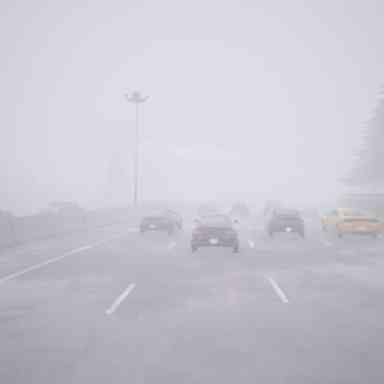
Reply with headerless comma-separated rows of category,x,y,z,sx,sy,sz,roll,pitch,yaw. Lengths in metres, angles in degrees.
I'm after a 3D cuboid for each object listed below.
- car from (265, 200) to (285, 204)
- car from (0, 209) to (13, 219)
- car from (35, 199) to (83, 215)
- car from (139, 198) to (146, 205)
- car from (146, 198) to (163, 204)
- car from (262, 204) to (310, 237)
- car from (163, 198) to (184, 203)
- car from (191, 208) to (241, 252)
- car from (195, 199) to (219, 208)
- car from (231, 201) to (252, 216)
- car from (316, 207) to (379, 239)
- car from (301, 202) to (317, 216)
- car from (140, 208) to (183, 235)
car,9.122,1.626,36.713,2.097,1.767,4.553,0,0,16
car,-15.444,1.725,24.231,1.895,1.301,4.718,0,0,10
car,-11.160,1.514,28.117,2.097,1.767,4.553,0,0,12
car,-8.937,1.918,68.361,1.882,1.535,5.008,0,0,25
car,-6.378,1.906,65.567,1.882,1.535,5.008,0,0,25
car,5.213,1.649,19.095,1.837,1.490,4.892,0,0,9
car,-3.107,1.930,64.288,1.837,1.490,4.892,0,0,25
car,1.036,1.626,14.324,1.812,1.442,4.674,0,0,6
car,1.847,1.780,36.773,1.812,1.442,4.674,0,0,15
car,5.381,1.766,36.415,1.837,1.490,4.892,0,0,15
car,8.680,1.628,18.639,1.882,1.535,5.008,0,0,8
car,12.803,1.809,36.820,1.812,1.442,4.674,0,0,17
car,-1.761,1.656,19.793,1.812,1.442,4.674,0,0,8
